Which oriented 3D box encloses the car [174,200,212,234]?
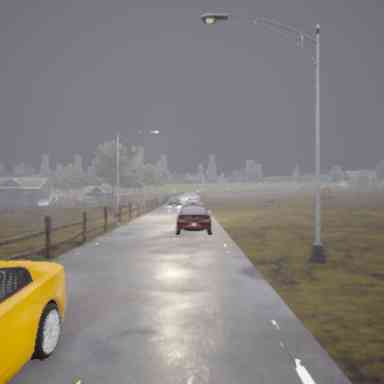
[{"bbox_3d":[0.104,1.467,19.164,1.882,1.535,5.008,0,0,0],"label":"car"}]

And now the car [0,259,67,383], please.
[{"bbox_3d":[-2.850,1.476,3.097,1.882,1.535,5.008,0,0,0],"label":"car"}]

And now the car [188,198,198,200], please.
[{"bbox_3d":[0.108,1.484,39.809,1.812,1.442,4.674,0,0,0],"label":"car"}]

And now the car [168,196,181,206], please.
[{"bbox_3d":[-2.754,1.407,53.162,1.837,1.490,4.892,0,0,0],"label":"car"}]
